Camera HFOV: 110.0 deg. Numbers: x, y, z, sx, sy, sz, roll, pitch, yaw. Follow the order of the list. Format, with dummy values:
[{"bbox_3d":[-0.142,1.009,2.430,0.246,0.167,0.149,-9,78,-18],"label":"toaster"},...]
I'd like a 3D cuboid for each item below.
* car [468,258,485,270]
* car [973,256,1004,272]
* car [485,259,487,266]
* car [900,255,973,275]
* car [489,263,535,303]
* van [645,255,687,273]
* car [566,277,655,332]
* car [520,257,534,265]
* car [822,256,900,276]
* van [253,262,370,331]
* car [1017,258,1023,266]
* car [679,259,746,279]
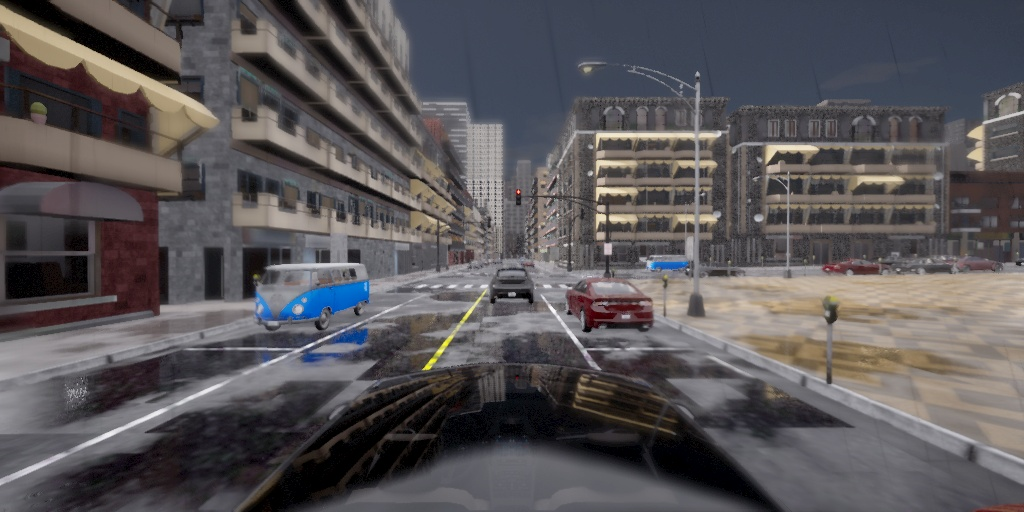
[{"bbox_3d":[-5.691,1.309,54.140,2.007,1.370,4.403,0,0,0],"label":"car"},{"bbox_3d":[39.363,0.690,30.895,4.181,1.385,1.994,-1,0,-1],"label":"car"},{"bbox_3d":[-5.692,1.328,59.667,1.948,1.339,4.313,0,0,0],"label":"car"},{"bbox_3d":[32.477,0.798,28.112,4.403,1.370,2.007,0,0,-1],"label":"car"},{"bbox_3d":[0.000,1.264,16.501,1.837,1.490,4.892,0,0,0],"label":"car"},{"bbox_3d":[15.655,0.783,36.257,3.998,1.789,1.690,0,0,-1],"label":"van"},{"bbox_3d":[2.688,1.292,10.664,1.888,1.381,4.507,0,0,0],"label":"car"},{"bbox_3d":[2.689,1.202,59.663,1.967,1.591,4.097,0,0,0],"label":"car"},{"bbox_3d":[26.908,0.880,28.034,4.507,1.381,1.888,0,0,-1],"label":"car"},{"bbox_3d":[-5.692,1.087,10.665,1.690,1.789,3.998,0,0,0],"label":"van"},{"bbox_3d":[43.614,0.624,28.269,4.403,1.370,2.007,0,0,-1],"label":"car"},{"bbox_3d":[15.773,1.076,27.877,4.313,1.339,1.948,0,0,-1],"label":"car"}]
